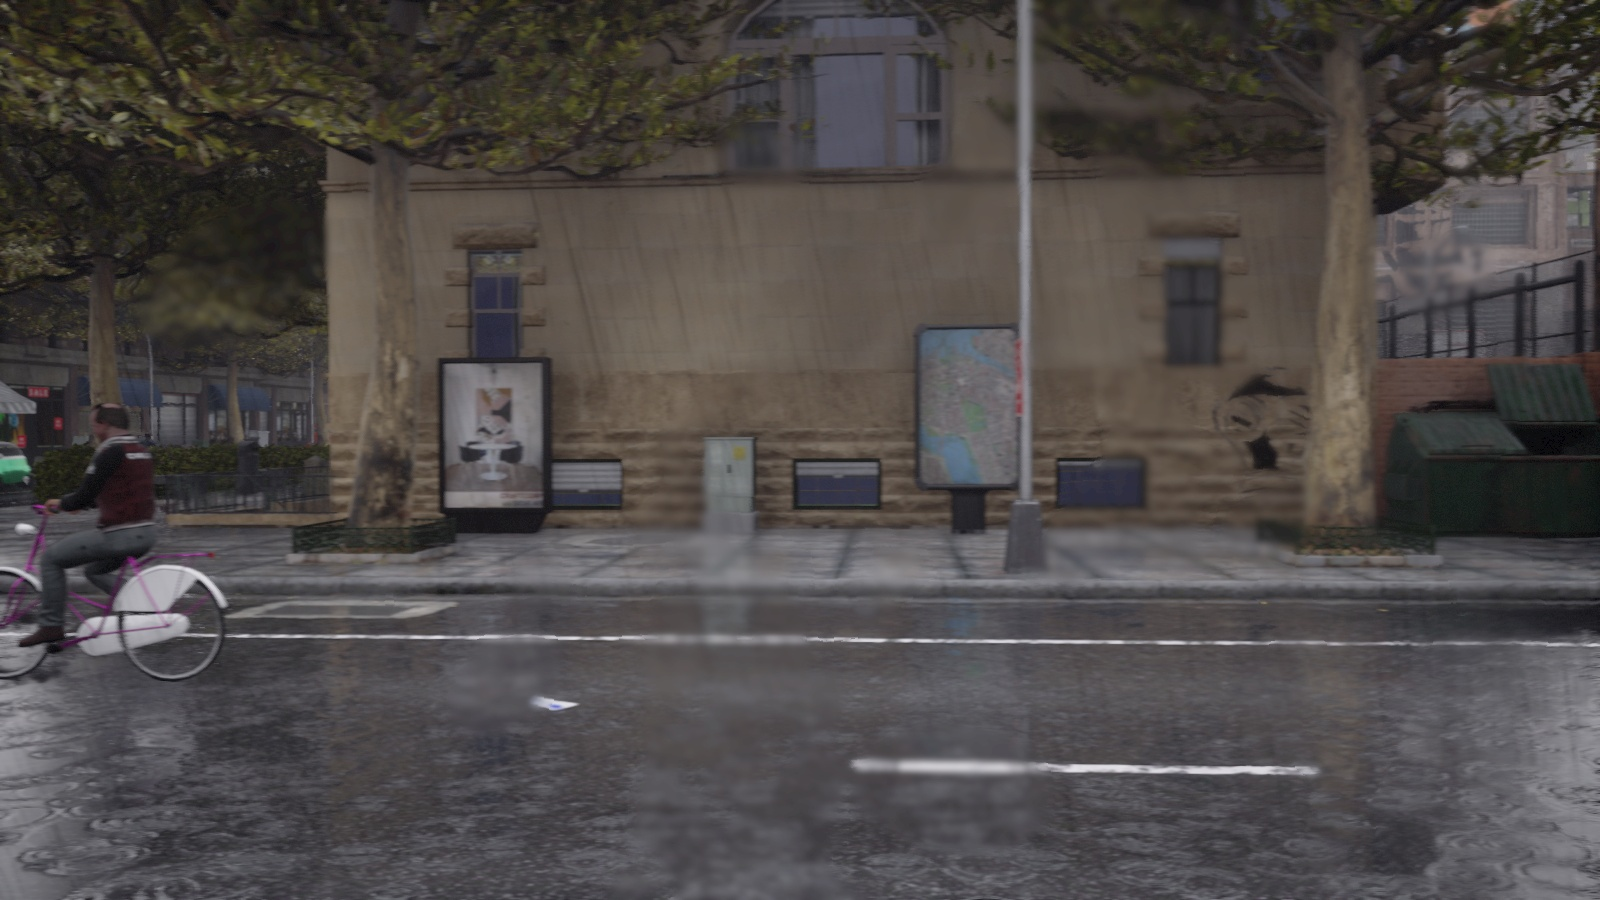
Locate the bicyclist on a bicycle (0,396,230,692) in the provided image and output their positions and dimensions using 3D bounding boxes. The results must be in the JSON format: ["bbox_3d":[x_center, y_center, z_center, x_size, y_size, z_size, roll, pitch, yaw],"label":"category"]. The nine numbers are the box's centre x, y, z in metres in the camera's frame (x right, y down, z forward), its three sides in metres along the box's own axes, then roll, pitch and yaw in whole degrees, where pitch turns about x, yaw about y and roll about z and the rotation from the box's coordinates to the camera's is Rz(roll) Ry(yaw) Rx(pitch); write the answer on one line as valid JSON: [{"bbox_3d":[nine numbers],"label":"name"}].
[{"bbox_3d":[-4.670,0.557,7.944,1.843,1.776,0.659,0,1,5],"label":"bicyclist on a bicycle"}]

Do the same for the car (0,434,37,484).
[{"bbox_3d":[-22.758,0.252,35.044,1.481,1.376,2.207,0,1,4],"label":"car"}]

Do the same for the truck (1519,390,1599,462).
[{"bbox_3d":[44.225,-1.320,70.870,2.891,3.827,8.468,0,1,4],"label":"truck"}]
